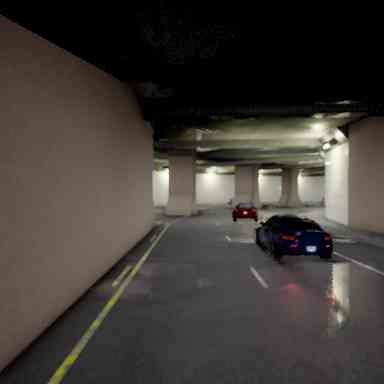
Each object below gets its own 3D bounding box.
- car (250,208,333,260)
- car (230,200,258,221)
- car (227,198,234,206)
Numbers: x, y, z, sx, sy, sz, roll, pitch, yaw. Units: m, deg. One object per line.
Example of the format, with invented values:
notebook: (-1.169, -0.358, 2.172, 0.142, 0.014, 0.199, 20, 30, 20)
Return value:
car: (3.570, 1.529, 12.251, 1.812, 1.442, 4.674, 0, 0, 0)
car: (4.451, 1.571, 27.494, 1.994, 1.385, 4.181, 0, 0, 10)
car: (8.130, 1.235, 52.810, 5.566, 2.045, 2.150, 0, 0, -38)
